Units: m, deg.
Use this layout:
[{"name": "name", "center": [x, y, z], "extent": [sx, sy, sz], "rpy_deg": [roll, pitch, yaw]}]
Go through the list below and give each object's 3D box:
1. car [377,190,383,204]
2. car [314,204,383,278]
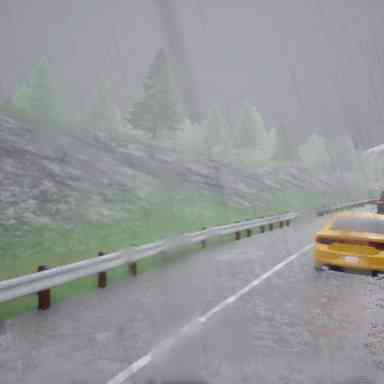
[{"name": "car", "center": [15.810, 0.817, 25.703], "extent": [2.150, 2.045, 5.566], "rpy_deg": [2, 2, 36]}, {"name": "car", "center": [4.850, 1.310, 9.463], "extent": [1.882, 1.535, 5.008], "rpy_deg": [2, 2, 32]}]
